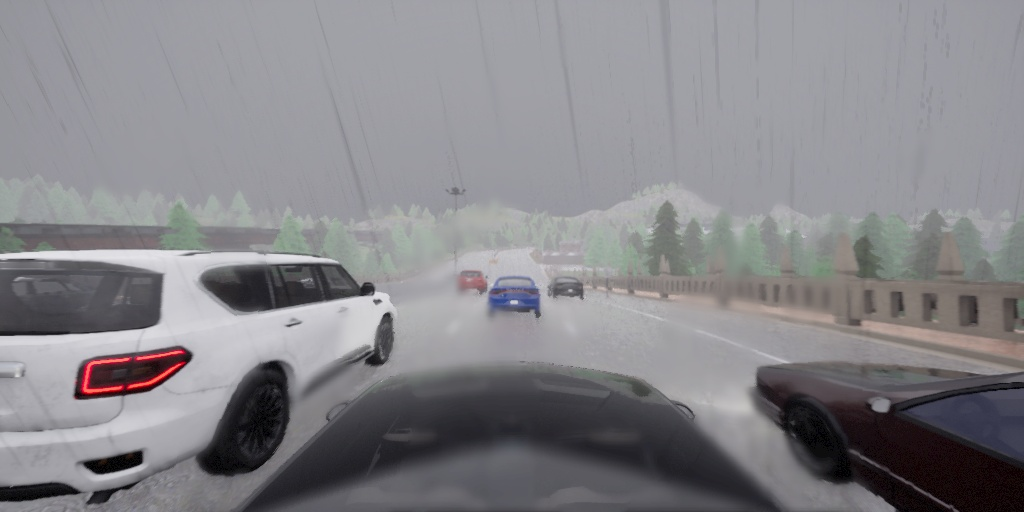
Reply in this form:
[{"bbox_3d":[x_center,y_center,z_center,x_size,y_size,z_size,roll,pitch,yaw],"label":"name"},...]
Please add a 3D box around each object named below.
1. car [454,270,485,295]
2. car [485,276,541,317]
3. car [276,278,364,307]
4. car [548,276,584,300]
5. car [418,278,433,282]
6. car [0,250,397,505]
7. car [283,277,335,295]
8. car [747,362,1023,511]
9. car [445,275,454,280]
[{"bbox_3d":[-3.382,2.313,31.771,2.150,2.045,5.566,0,-3,0],"label":"car"},{"bbox_3d":[0.107,1.536,14.563,1.882,1.535,5.008,0,-3,0],"label":"car"},{"bbox_3d":[-10.567,1.946,20.360,2.033,1.411,5.357,0,-4,0],"label":"car"},{"bbox_3d":[3.614,2.133,24.604,1.882,1.535,5.008,0,-3,0],"label":"car"},{"bbox_3d":[-13.970,4.207,57.962,1.812,1.442,4.674,0,-4,0],"label":"car"},{"bbox_3d":[-3.400,0.979,4.929,2.150,2.045,5.566,0,0,0],"label":"car"},{"bbox_3d":[-17.565,2.588,31.317,1.812,1.442,4.674,0,-4,0],"label":"car"},{"bbox_3d":[3.600,1.300,1.592,2.033,1.411,5.357,0,0,0],"label":"car"},{"bbox_3d":[-10.463,4.335,63.364,2.150,2.045,5.566,0,-3,0],"label":"car"}]
